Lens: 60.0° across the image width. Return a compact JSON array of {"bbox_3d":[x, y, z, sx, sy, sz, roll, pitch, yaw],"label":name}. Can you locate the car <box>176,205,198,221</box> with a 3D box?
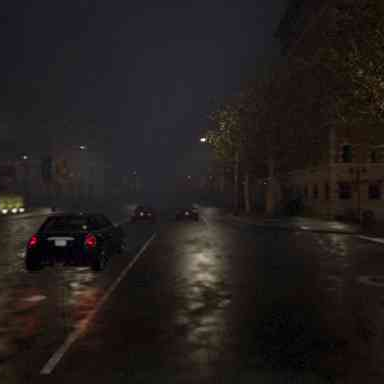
[{"bbox_3d":[-0.465,1.851,30.692,1.994,1.385,4.181,0,-1,-1],"label":"car"}]

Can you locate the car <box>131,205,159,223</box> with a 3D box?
[{"bbox_3d":[-3.921,1.792,28.153,2.033,1.411,5.357,0,-1,-1],"label":"car"}]

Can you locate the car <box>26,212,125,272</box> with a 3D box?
[{"bbox_3d":[-3.626,1.439,11.215,2.097,1.767,4.553,0,-1,-1],"label":"car"}]
